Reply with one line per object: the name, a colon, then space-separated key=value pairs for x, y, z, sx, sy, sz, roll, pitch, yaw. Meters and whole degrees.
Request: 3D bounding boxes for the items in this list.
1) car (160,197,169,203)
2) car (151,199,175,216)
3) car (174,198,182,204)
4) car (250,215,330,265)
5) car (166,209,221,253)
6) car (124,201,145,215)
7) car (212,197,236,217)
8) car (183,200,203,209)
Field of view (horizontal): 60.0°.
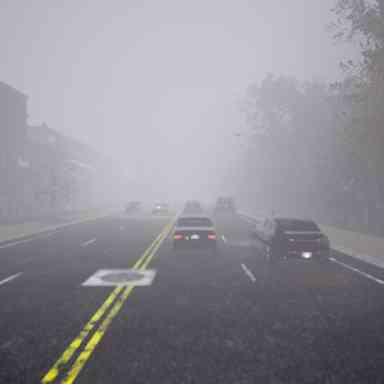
car: x=-6.501 y=1.788 z=79.036 sx=1.994 sy=1.385 sz=4.181 roll=0 pitch=0 yaw=0
car: x=-3.346 y=1.837 z=36.642 sx=2.033 sy=1.411 sz=5.357 roll=0 pitch=0 yaw=0
car: x=-3.251 y=1.995 z=77.984 sx=1.895 sy=1.301 sz=4.718 roll=0 pitch=0 yaw=0
car: x=3.350 y=1.601 z=12.120 sx=1.837 sy=1.490 sz=4.892 roll=0 pitch=0 yaw=0
car: x=0.099 y=1.661 z=14.304 sx=2.033 sy=1.411 sz=5.357 roll=0 pitch=0 yaw=0
car: x=-6.589 y=1.810 z=38.505 sx=1.837 sy=1.490 sz=4.892 roll=0 pitch=-1 yaw=0
car: x=3.350 y=1.499 z=35.103 sx=2.150 sy=2.045 sz=5.566 roll=0 pitch=0 yaw=0
car: x=0.100 y=1.632 z=35.453 sx=2.097 sy=1.767 sz=4.553 roll=0 pitch=0 yaw=0
